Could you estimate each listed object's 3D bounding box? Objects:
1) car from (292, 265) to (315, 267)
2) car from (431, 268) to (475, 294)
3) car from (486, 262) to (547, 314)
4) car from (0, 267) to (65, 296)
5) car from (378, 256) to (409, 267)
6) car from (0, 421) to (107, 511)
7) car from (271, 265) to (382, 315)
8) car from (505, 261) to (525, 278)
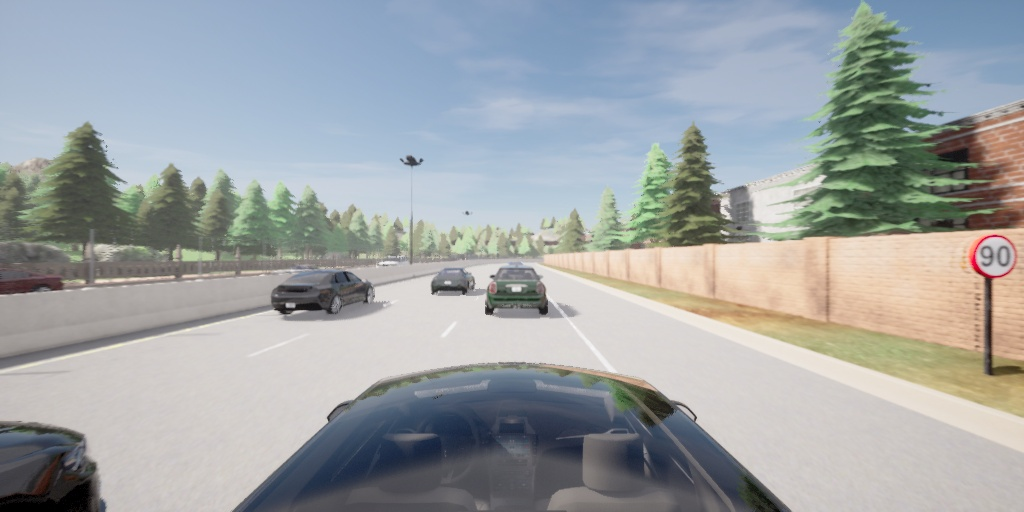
[{"bbox_3d":[-17.406,1.371,29.514,1.895,1.301,4.718,0,0,1],"label":"car"},{"bbox_3d":[-3.295,1.351,20.549,1.994,1.385,4.181,0,0,0],"label":"car"},{"bbox_3d":[0.165,1.131,13.985,2.097,1.767,4.553,0,0,0],"label":"car"},{"bbox_3d":[-21.035,1.200,13.916,1.882,1.535,5.008,0,0,0],"label":"car"},{"bbox_3d":[-13.768,1.035,41.869,2.150,2.045,5.566,0,-1,1],"label":"car"},{"bbox_3d":[-3.389,1.229,0.119,2.128,1.511,4.902,0,0,0],"label":"car"},{"bbox_3d":[-6.842,1.266,13.529,1.837,1.490,4.892,0,0,0],"label":"car"},{"bbox_3d":[0.319,1.314,37.231,1.882,1.535,5.008,0,0,0],"label":"car"}]
